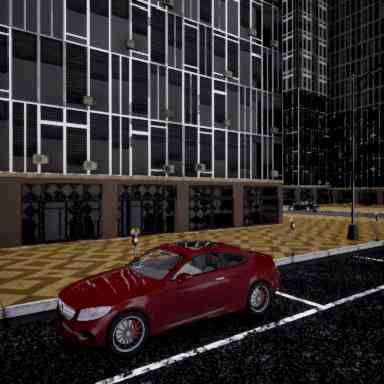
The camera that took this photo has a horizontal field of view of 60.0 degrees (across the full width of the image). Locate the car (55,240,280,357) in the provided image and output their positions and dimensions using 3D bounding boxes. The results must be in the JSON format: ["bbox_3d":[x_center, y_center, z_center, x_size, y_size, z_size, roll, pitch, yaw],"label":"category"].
[{"bbox_3d":[-0.186,1.582,5.969,4.206,1.307,1.802,0,0,-36],"label":"car"}]

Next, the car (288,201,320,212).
[{"bbox_3d":[15.183,1.899,45.317,2.008,1.369,4.403,-1,0,-36],"label":"car"}]
